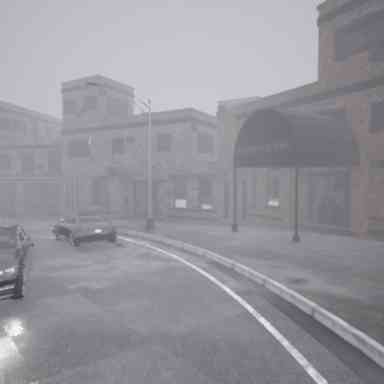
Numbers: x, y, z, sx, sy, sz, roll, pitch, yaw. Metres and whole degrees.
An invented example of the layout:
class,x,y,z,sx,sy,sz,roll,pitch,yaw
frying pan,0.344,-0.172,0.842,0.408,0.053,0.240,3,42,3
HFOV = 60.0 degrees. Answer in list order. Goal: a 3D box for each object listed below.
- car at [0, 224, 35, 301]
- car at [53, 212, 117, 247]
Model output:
class,x,y,z,sx,sy,sz,roll,pitch,yaw
car,-5.072,1.607,8.336,2.128,1.511,4.902,-1,-1,-22
car,-5.250,1.684,16.033,1.994,1.385,4.181,-2,0,-36
